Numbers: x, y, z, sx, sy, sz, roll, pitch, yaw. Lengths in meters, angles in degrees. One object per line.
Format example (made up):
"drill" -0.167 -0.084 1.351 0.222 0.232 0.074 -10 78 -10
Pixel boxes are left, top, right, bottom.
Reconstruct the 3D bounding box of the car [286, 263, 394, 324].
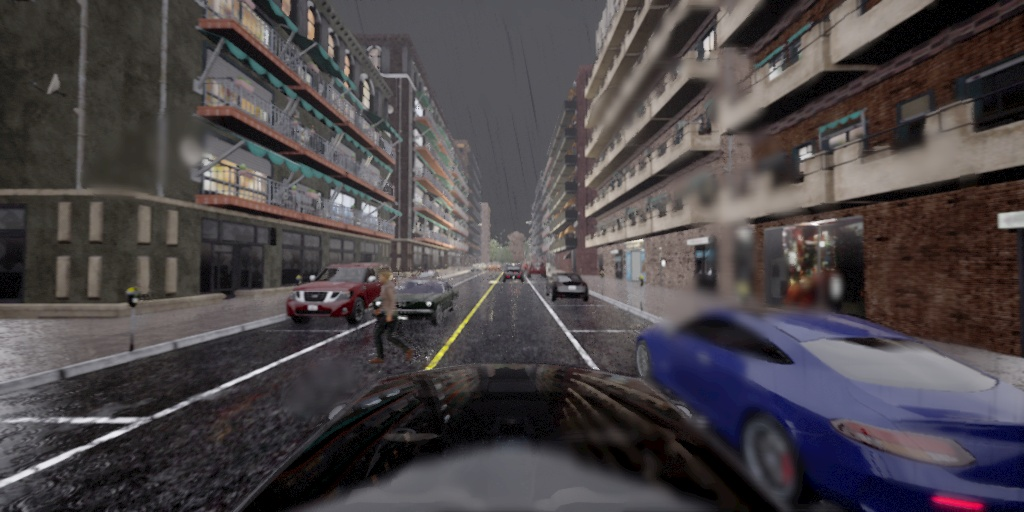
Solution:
"car" -5.677 1.181 12.715 2.192 1.841 5.009 0 0 0

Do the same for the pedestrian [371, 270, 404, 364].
"pedestrian" -2.359 1.097 6.823 0.375 1.860 0.375 1 -1 -3

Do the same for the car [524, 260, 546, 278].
"car" 2.742 1.478 40.509 2.192 1.841 5.009 0 0 0

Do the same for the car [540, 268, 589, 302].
"car" 2.712 1.491 18.238 1.948 1.339 4.313 0 0 0

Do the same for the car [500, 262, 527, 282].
"car" 0.130 1.593 33.332 1.837 1.490 4.892 0 0 0

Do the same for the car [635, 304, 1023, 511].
"car" 3.001 1.303 4.245 1.812 1.442 4.674 0 -1 0

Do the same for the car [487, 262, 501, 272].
"car" -2.931 1.738 61.229 2.097 1.767 4.553 0 0 0

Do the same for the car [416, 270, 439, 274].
"car" -5.662 1.567 23.851 1.802 1.307 4.207 0 0 0

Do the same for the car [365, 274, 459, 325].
"car" -3.088 1.463 12.374 1.895 1.301 4.718 0 -1 0

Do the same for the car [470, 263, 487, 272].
"car" -5.616 1.895 57.256 2.007 1.370 4.403 0 0 0
